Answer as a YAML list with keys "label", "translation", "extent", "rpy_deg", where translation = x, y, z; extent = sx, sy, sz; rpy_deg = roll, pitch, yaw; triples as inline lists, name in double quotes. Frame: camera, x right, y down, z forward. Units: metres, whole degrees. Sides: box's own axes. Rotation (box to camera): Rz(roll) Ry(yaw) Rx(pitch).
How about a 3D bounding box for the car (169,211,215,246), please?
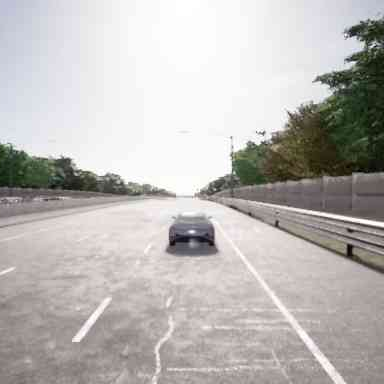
- label: "car"
  translation: [-0.005, 1.564, 15.331]
  extent: [1.994, 1.385, 4.181]
  rpy_deg: [0, 0, 0]

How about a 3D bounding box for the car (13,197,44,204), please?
- label: "car"
  translation: [-17.509, 1.399, 35.732]
  extent: [2.097, 1.767, 4.553]
  rpy_deg: [0, 0, 0]
